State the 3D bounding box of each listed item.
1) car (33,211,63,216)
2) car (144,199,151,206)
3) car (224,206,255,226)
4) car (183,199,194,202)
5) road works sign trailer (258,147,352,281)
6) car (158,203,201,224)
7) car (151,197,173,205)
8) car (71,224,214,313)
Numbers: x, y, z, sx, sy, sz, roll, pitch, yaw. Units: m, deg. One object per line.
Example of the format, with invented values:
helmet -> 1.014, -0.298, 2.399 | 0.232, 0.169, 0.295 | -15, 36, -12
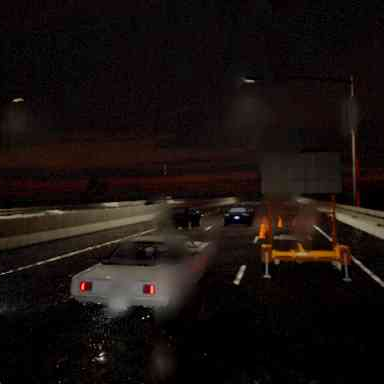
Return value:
car -> -11.017, 2.097, 25.071 | 1.895, 1.301, 4.718 | -1, -1, 14
car -> -7.848, 2.190, 65.542 | 2.097, 1.767, 4.553 | -1, -1, 15
car -> 3.590, 1.750, 24.903 | 1.994, 1.385, 4.181 | -1, -1, 14
car -> -0.666, 2.161, 65.360 | 1.882, 1.535, 5.008 | -1, 0, 15
road works sign trailer -> 3.302, 0.502, 10.108 | 2.380, 3.560, 2.880 | -1, -1, 14
car -> -0.700, 1.727, 22.242 | 1.882, 1.535, 5.008 | -1, -1, 14
car -> -5.191, 1.966, 61.893 | 2.150, 2.045, 5.566 | -1, -1, 15
car -> -0.728, 1.701, 7.952 | 1.895, 1.301, 4.718 | -1, -1, 14
